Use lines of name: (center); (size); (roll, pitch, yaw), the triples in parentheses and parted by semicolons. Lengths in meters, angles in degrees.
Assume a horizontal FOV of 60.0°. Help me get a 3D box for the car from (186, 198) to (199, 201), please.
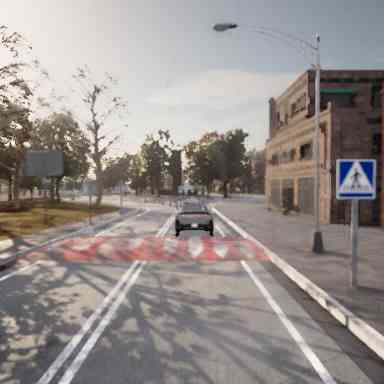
car: (0.039, 1.402, 35.438); (1.882, 1.535, 5.008); (0, 0, 0)

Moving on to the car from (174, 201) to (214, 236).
car: (0.090, 1.394, 17.182); (2.128, 1.511, 4.902); (0, -3, -1)
